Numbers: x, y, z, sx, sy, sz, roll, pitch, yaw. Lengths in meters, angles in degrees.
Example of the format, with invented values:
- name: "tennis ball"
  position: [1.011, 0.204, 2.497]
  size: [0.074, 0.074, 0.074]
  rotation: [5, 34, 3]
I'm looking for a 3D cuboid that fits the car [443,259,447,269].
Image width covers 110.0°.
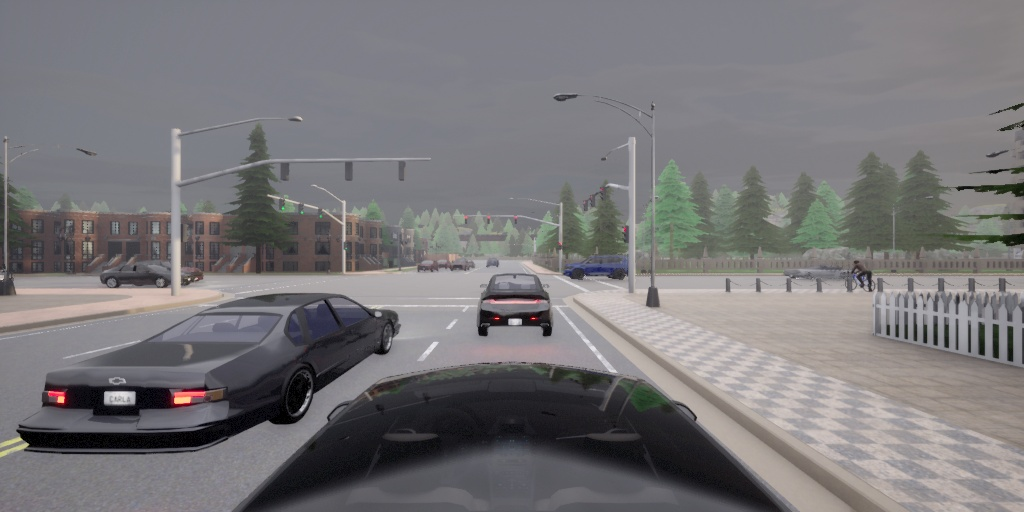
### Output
- name: "car"
  position: [-10.585, 1.228, 54.985]
  size: [1.882, 1.535, 5.008]
  rotation: [0, 0, 0]

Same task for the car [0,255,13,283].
- name: "car"
  position: [-40.068, 0.973, 25.378]
  size: [5.566, 2.045, 2.150]
  rotation: [0, 0, -12]

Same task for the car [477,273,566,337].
- name: "car"
  position: [0.081, 1.242, 10.337]
  size: [2.128, 1.511, 4.902]
  rotation: [0, 0, 0]

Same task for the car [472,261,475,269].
- name: "car"
  position: [-7.064, 1.314, 57.566]
  size: [1.994, 1.385, 4.181]
  rotation: [0, 0, 0]

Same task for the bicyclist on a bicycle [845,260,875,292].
- name: "bicyclist on a bicycle"
  position: [18.248, 1.052, 18.826]
  size: [0.582, 1.620, 1.656]
  rotation: [0, 0, 0]

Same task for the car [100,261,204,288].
- name: "car"
  position: [-23.190, 1.255, 22.950]
  size: [4.892, 1.490, 1.837]
  rotation: [0, 0, -3]

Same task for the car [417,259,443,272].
- name: "car"
  position: [-10.581, 1.228, 45.534]
  size: [1.882, 1.535, 5.008]
  rotation: [0, 0, 0]

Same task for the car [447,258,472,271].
- name: "car"
  position: [-7.065, 1.102, 48.928]
  size: [2.097, 1.767, 4.553]
  rotation: [0, 0, 0]

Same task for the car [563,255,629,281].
- name: "car"
  position: [7.079, 0.971, 29.819]
  size: [5.566, 2.045, 2.150]
  rotation: [0, 0, 0]

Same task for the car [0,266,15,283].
- name: "car"
  position: [-34.784, 1.241, 22.577]
  size: [4.902, 1.511, 2.128]
  rotation: [0, 0, -6]

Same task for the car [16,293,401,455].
- name: "car"
  position: [-3.437, 1.297, 5.669]
  size: [2.033, 1.411, 5.357]
  rotation: [0, 0, 0]

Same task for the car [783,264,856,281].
- name: "car"
  position: [25.455, 1.351, 29.804]
  size: [4.718, 1.301, 1.895]
  rotation: [0, 0, 0]
